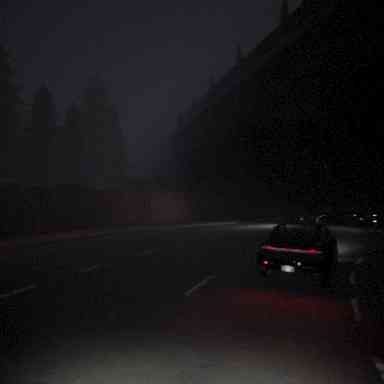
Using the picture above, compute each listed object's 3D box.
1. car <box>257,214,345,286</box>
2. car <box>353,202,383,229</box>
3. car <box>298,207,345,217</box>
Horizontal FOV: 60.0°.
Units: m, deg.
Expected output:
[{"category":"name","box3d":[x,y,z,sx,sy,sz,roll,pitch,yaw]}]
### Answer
[{"category":"car","box3d":[3.367,1.669,10.145,2.128,1.511,4.902,1,-1,26]},{"category":"car","box3d":[15.946,1.893,27.595,5.566,2.045,2.150,2,-1,-26]},{"category":"car","box3d":[11.147,2.038,28.750,4.902,1.511,2.128,2,-1,-32]}]
